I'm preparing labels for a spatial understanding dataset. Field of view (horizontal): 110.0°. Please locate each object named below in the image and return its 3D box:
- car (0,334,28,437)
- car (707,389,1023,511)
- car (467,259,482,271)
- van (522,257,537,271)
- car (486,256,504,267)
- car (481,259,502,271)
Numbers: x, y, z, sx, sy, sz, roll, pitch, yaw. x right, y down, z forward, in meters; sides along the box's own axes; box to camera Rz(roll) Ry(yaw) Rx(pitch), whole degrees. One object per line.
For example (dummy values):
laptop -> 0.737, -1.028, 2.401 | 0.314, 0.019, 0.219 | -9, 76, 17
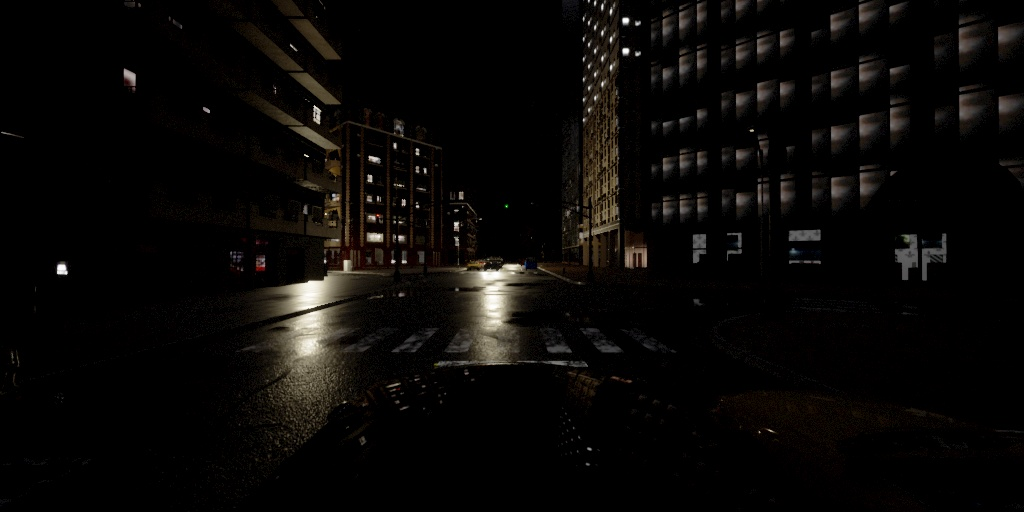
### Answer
car -> -5.318, 1.065, 1.060 | 2.192, 1.841, 5.009 | 0, 0, 0
car -> 2.563, 1.275, 1.227 | 1.751, 1.417, 4.829 | 0, 0, 0
car -> -5.262, 1.320, 49.889 | 1.751, 1.417, 4.829 | 0, 0, 0
van -> 2.618, 1.135, 50.050 | 1.690, 1.789, 3.998 | 0, 0, 0
car -> -2.773, 1.036, 59.136 | 2.150, 2.045, 5.566 | 0, 0, 0
car -> -2.795, 1.394, 49.213 | 1.895, 1.301, 4.718 | 0, 0, 0
